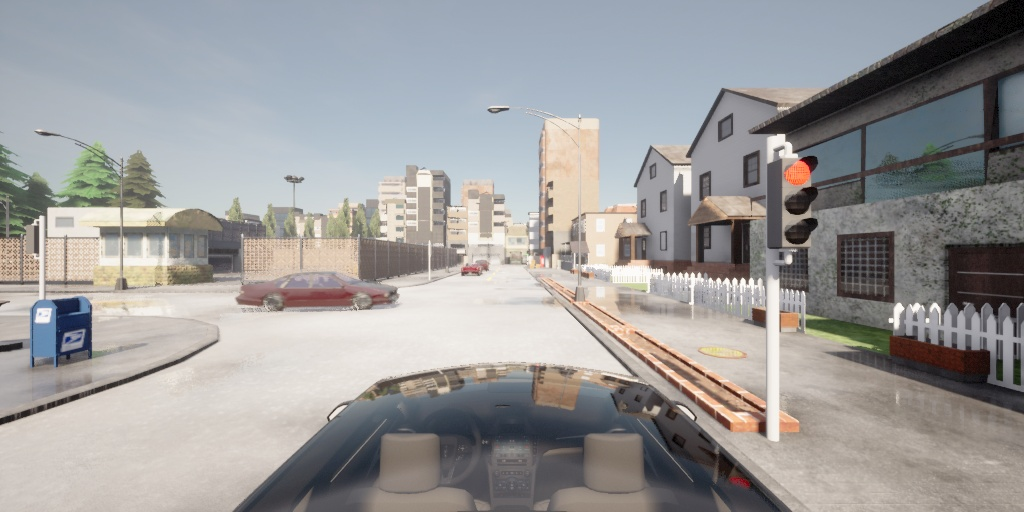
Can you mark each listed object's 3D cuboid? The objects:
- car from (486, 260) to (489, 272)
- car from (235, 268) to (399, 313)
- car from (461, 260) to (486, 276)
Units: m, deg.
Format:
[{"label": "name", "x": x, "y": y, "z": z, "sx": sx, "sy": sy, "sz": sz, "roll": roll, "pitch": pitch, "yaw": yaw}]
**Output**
[{"label": "car", "x": -4.093, "y": 1.228, "z": 47.726, "sx": 1.882, "sy": 1.535, "sz": 5.008, "roll": 0, "pitch": 0, "yaw": 0}, {"label": "car", "x": -7.138, "y": 1.297, "z": 13.552, "sx": 5.357, "sy": 1.411, "sz": 2.033, "roll": 0, "pitch": 0, "yaw": -7}, {"label": "car", "x": -4.106, "y": 1.351, "z": 37.220, "sx": 1.895, "sy": 1.301, "sz": 4.718, "roll": 0, "pitch": 0, "yaw": 0}]
